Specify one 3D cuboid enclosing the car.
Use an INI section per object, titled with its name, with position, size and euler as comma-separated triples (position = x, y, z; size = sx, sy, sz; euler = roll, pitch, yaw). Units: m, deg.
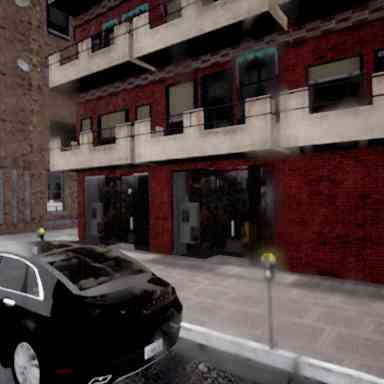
[car]
position = -2.401, 1.517, 5.141
size = 4.892, 1.490, 1.837
euler = 0, 0, 35
